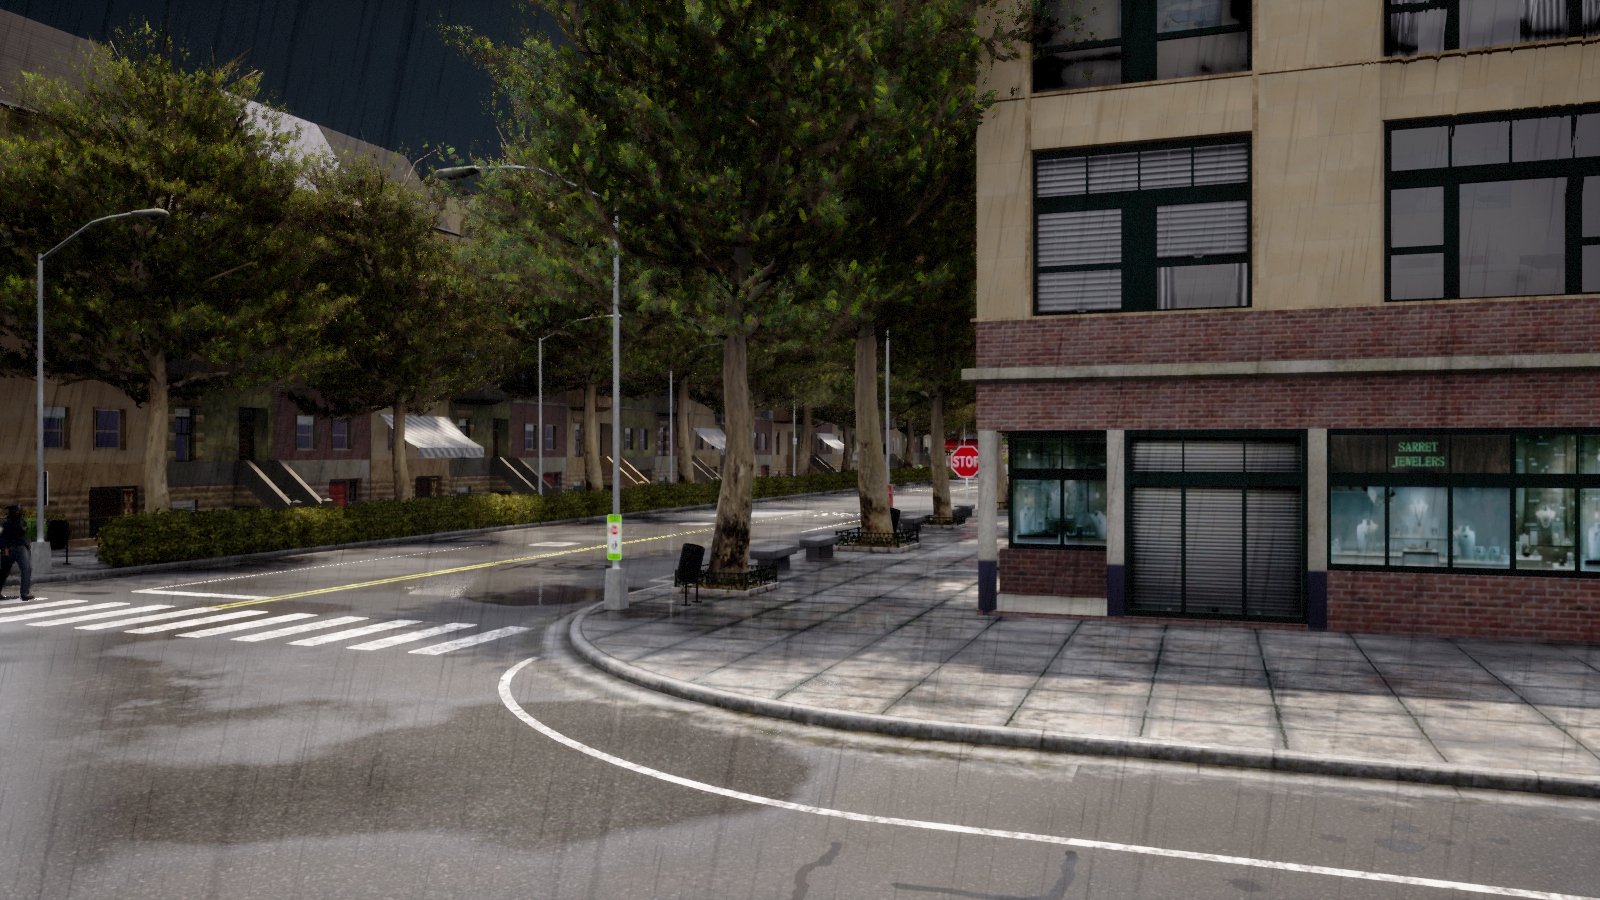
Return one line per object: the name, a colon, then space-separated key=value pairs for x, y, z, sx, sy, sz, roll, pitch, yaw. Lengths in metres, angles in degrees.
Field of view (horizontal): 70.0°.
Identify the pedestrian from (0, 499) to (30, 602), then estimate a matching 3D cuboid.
pedestrian: x=-14.618 y=1.857 z=21.209 sx=0.375 sy=1.860 sz=0.375 roll=0 pitch=0 yaw=22
